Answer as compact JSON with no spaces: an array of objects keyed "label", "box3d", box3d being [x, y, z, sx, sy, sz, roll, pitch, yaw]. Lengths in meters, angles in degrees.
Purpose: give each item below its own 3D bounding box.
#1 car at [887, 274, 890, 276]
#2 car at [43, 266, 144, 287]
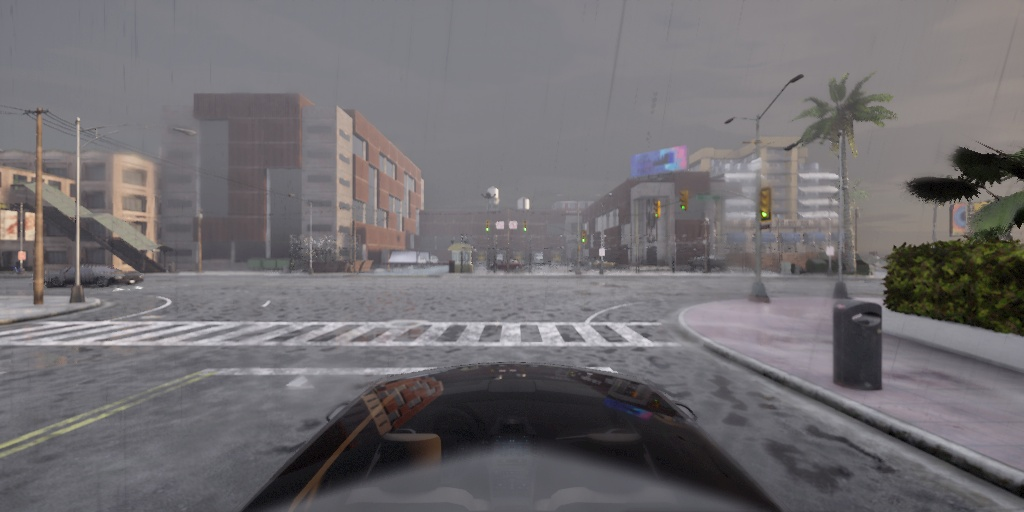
[{"label":"car","box3d":[28.312,1.288,23.744,5.008,1.535,1.882,0,0,25]},{"label":"car","box3d":[-28.634,1.359,24.549,5.357,1.411,2.033,0,0,0]}]
